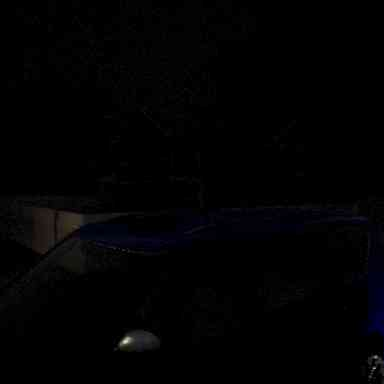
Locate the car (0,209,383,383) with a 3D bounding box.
[{"bbox_3d":[-0.238,1.230,2.958,5.566,2.045,2.150,0,0,-36],"label":"car"}]
